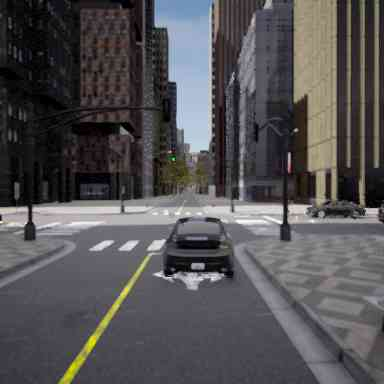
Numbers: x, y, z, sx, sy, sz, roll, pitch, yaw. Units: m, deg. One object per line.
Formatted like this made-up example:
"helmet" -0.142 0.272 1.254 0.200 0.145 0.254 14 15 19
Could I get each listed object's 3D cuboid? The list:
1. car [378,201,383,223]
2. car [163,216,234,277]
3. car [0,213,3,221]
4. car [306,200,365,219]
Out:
"car" 13.899 1.239 19.317 5.566 2.045 2.150 0 0 3
"car" 0.241 1.502 10.243 1.837 1.490 4.892 0 0 2
"car" -15.163 1.550 22.448 4.181 1.385 1.994 0 0 0
"car" 12.470 1.501 29.056 4.892 1.490 1.837 0 0 0
